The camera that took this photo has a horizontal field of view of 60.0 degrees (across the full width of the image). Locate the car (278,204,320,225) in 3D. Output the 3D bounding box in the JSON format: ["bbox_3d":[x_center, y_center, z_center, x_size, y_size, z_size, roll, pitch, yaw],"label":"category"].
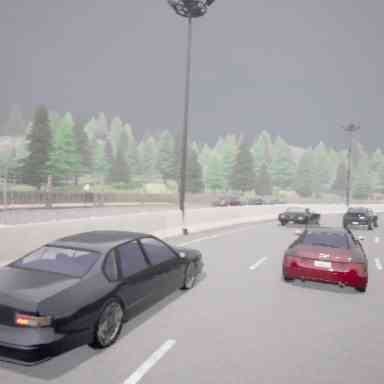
[{"bbox_3d":[7.847,1.768,23.943,1.895,1.301,4.718,3,0,33],"label":"car"}]

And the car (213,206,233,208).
[{"bbox_3d":[4.537,1.234,42.941,2.097,1.767,4.553,3,1,41],"label":"car"}]

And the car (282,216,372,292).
[{"bbox_3d":[3.848,1.661,9.515,1.994,1.385,4.181,3,0,24],"label":"car"}]

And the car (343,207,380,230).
[{"bbox_3d":[12.287,1.864,24.174,1.837,1.490,4.892,2,0,35],"label":"car"}]

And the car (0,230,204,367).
[{"bbox_3d":[-1.448,1.438,6.161,2.033,1.411,5.357,3,0,22],"label":"car"}]
